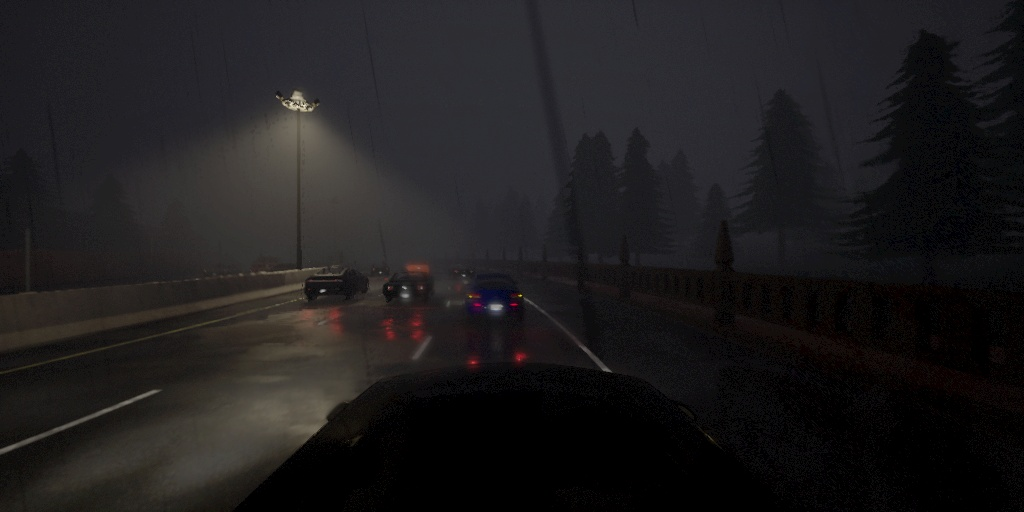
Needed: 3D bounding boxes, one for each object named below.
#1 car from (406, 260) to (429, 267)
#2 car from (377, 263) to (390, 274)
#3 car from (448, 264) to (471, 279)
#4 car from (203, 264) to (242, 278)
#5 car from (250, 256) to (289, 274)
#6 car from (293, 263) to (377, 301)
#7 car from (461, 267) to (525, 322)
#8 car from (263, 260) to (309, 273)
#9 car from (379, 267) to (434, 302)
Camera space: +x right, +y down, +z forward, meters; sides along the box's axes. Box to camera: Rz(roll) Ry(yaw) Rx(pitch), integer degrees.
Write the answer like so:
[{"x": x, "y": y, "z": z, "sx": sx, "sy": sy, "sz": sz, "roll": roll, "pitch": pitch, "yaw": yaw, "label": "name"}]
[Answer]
[{"x": -9.267, "y": 1.133, "z": 35.118, "sx": 2.097, "sy": 1.767, "sz": 4.553, "roll": 0, "pitch": 0, "yaw": -18, "label": "car"}, {"x": -14.367, "y": 1.401, "z": 38.994, "sx": 1.895, "sy": 1.301, "sz": 4.718, "roll": 0, "pitch": 0, "yaw": -22, "label": "car"}, {"x": -4.652, "y": 1.364, "z": 32.328, "sx": 1.895, "sy": 1.301, "sz": 4.718, "roll": 0, "pitch": 0, "yaw": -16, "label": "car"}, {"x": -27.913, "y": 1.455, "z": 34.721, "sx": 1.895, "sy": 1.301, "sz": 4.718, "roll": 0, "pitch": 0, "yaw": -23, "label": "car"}, {"x": -25.149, "y": 1.065, "z": 37.110, "sx": 2.150, "sy": 2.045, "sz": 5.566, "roll": 0, "pitch": 0, "yaw": -23, "label": "car"}, {"x": -8.437, "y": 1.272, "z": 17.633, "sx": 2.128, "sy": 1.511, "sz": 4.902, "roll": 0, "pitch": 0, "yaw": -9, "label": "car"}, {"x": -0.675, "y": 1.277, "z": 12.327, "sx": 1.812, "sy": 1.442, "sz": 4.674, "roll": 0, "pitch": 0, "yaw": -6, "label": "car"}, {"x": -18.791, "y": 1.324, "z": 30.001, "sx": 1.837, "sy": 1.490, "sz": 4.892, "roll": 0, "pitch": 0, "yaw": -18, "label": "car"}, {"x": -4.777, "y": 1.367, "z": 17.195, "sx": 1.895, "sy": 1.301, "sz": 4.718, "roll": 0, "pitch": 0, "yaw": -9, "label": "car"}]
